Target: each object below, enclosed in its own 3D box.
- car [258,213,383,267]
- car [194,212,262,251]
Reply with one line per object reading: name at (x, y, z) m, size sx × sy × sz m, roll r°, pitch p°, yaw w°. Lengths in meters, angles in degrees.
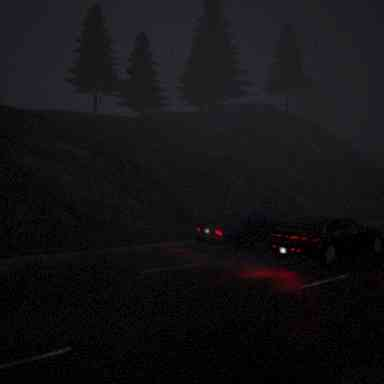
car at (4.754, 1.524, 11.502) m, size 4.892 × 1.490 × 1.837 m, roll 0°, pitch 0°, yaw -35°
car at (2.653, 1.566, 14.305) m, size 5.357 × 1.411 × 2.033 m, roll 0°, pitch 0°, yaw -35°
